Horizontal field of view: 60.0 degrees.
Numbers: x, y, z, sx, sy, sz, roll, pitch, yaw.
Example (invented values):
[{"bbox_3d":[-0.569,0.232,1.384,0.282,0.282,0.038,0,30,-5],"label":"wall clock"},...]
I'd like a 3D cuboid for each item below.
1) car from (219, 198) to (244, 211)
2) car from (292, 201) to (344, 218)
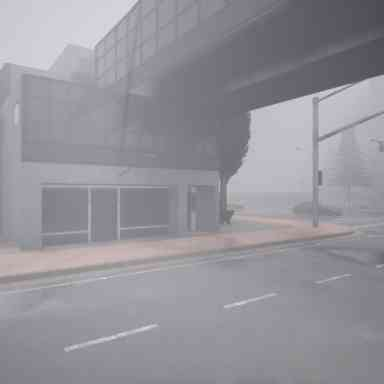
[{"bbox_3d":[4.167,1.478,40.120,1.882,1.535,5.008,0,0,-36],"label":"car"},{"bbox_3d":[11.342,1.526,30.205,1.812,1.442,4.674,0,0,-37],"label":"car"}]
